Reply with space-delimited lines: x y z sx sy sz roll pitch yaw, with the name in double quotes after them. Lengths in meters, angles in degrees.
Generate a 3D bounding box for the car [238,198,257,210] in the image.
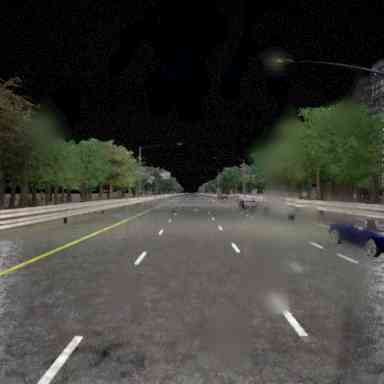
7.050 1.498 42.325 2.128 1.511 4.902 0 0 0 "car"

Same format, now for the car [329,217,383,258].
7.007 1.602 12.712 1.895 1.301 4.718 0 0 0 "car"

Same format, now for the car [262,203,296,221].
7.028 1.567 27.216 1.994 1.385 4.181 0 0 0 "car"
